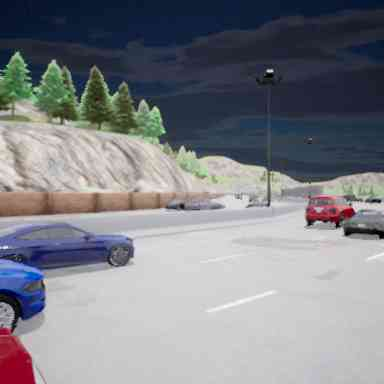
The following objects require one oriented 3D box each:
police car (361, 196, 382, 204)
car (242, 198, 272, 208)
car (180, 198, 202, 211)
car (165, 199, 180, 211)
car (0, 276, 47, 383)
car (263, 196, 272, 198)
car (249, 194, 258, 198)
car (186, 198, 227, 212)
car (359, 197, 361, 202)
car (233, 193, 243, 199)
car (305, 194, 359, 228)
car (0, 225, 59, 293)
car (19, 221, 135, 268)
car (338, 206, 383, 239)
[{"bbox_3d":[39.412,1.722,72.490,1.930,1.638,5.238,0,0,8],"label":"police car"},{"bbox_3d":[8.101,1.738,40.144,2.033,1.411,5.357,0,0,28],"label":"car"},{"bbox_3d":[0.901,1.564,41.691,2.097,1.767,4.553,0,0,29],"label":"car"},{"bbox_3d":[-1.677,1.707,44.173,1.882,1.535,5.008,0,0,28],"label":"car"},{"bbox_3d":[-3.248,1.617,1.641,4.718,1.301,1.895,0,0,-34],"label":"car"},{"bbox_3d":[18.222,1.549,80.127,2.097,1.767,4.553,0,0,8],"label":"car"},{"bbox_3d":[14.013,1.544,75.357,2.150,2.045,5.566,0,0,8],"label":"car"},{"bbox_3d":[1.977,1.731,36.639,2.033,1.411,5.357,0,0,33],"label":"car"},{"bbox_3d":[40.797,1.870,82.281,1.812,1.442,4.674,0,0,8],"label":"car"},{"bbox_3d":[11.231,1.231,80.689,2.150,2.045,5.566,0,0,8],"label":"car"},{"bbox_3d":[9.784,1.324,23.387,2.150,2.045,5.566,0,0,38],"label":"car"},{"bbox_3d":[-4.831,1.513,4.832,5.008,1.535,1.882,0,0,-35],"label":"car"},{"bbox_3d":[-3.969,1.585,9.821,4.674,1.442,1.812,0,0,-37],"label":"car"},{"bbox_3d":[9.791,1.639,18.065,1.994,1.385,4.181,0,0,42],"label":"car"}]
